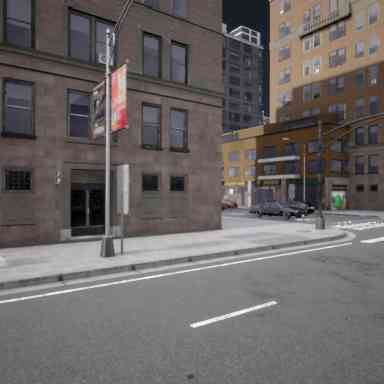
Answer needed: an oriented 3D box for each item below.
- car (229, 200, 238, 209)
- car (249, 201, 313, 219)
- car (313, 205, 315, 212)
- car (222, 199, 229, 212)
[{"bbox_3d":[4.182,1.591,43.298,1.802,1.307,4.206,0,0,-35],"label":"car"},{"bbox_3d":[7.428,1.538,29.170,2.033,1.411,5.357,0,0,-37],"label":"car"},{"bbox_3d":[10.545,1.577,34.298,1.947,1.339,4.313,0,0,-35],"label":"car"},{"bbox_3d":[1.645,1.589,37.379,1.895,1.301,4.718,0,0,-35],"label":"car"}]
